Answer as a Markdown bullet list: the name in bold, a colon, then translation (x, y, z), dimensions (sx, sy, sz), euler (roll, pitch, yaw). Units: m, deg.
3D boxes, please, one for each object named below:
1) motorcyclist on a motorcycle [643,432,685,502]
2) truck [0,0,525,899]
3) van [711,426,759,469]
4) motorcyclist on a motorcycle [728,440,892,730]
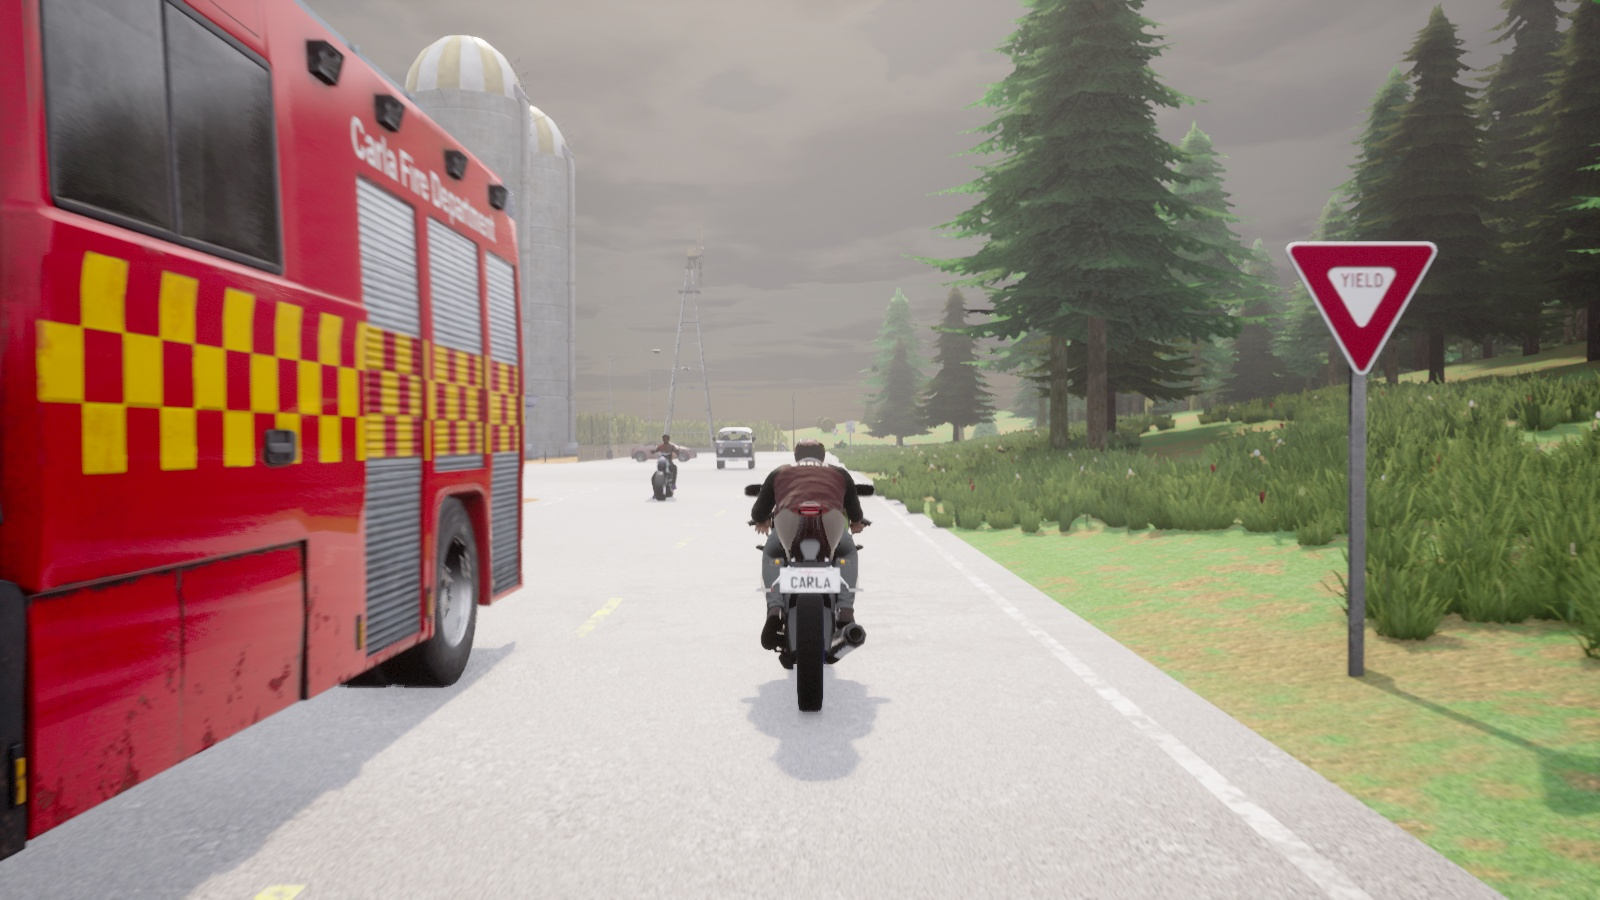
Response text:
- **motorcyclist on a motorcycle**: translation (-3.314, 0.395, 30.780), dimensions (0.766, 1.649, 2.350), euler (0, 1, 0)
- **truck**: translation (-3.456, -0.467, 4.799), dimensions (2.891, 3.827, 8.468), euler (0, 1, 0)
- **van**: translation (-3.139, -0.128, 61.355), dimensions (2.069, 2.038, 4.480), euler (0, 1, 0)
- **motorcyclist on a motorcycle**: translation (0.059, 0.706, 7.715), dimensions (0.866, 1.530, 2.191), euler (0, 0, 0)
